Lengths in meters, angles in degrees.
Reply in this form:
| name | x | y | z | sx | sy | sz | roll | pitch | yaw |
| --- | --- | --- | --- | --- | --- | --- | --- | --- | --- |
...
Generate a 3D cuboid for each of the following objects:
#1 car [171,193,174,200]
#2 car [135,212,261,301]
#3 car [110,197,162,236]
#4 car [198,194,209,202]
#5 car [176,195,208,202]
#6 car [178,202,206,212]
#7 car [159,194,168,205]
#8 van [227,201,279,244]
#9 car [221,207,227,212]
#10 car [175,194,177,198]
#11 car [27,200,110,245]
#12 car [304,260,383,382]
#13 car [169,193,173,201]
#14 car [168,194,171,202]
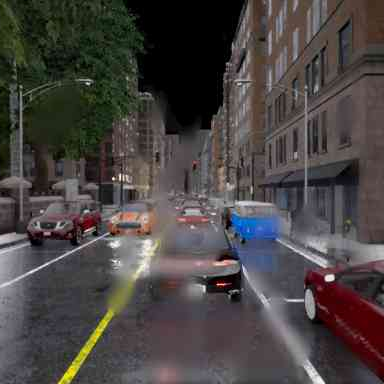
| name | x | y | z | sx | sy | sz | roll | pitch | yaw |
| --- | --- | --- | --- | --- | --- | --- | --- | --- | --- |
| car | -5.721 | 1.492 | 75.582 | 1.887 | 1.381 | 4.507 | 0 | 0 | 0 |
| car | 0.094 | 1.490 | 8.274 | 2.128 | 1.511 | 4.902 | 0 | 0 | 0 |
| car | -3.078 | 1.344 | 18.422 | 2.097 | 1.767 | 4.553 | 0 | 0 | 0 |
| car | 2.803 | 1.387 | 75.624 | 1.967 | 1.590 | 4.097 | 0 | 0 | 0 |
| car | 0.030 | 1.338 | 27.493 | 2.097 | 1.767 | 4.553 | 0 | 0 | 2 |
| car | 0.091 | 1.519 | 18.536 | 1.812 | 1.442 | 4.674 | 0 | 0 | 0 |
| car | -5.710 | 1.480 | 59.060 | 1.752 | 1.417 | 4.829 | 0 | 0 | 0 |
| van | 2.845 | 1.336 | 15.586 | 1.690 | 1.788 | 3.998 | 0 | 0 | 0 |
| car | 2.841 | 1.558 | 21.247 | 1.947 | 1.339 | 4.313 | 0 | 0 | 0 |
| car | -5.728 | 1.497 | 86.483 | 2.008 | 1.369 | 4.403 | 0 | 0 | 0 |
| car | -5.680 | 1.310 | 15.541 | 2.192 | 1.841 | 5.009 | 0 | 0 | 0 |
| car | 2.853 | 1.544 | 4.266 | 1.887 | 1.381 | 4.507 | 0 | 0 | 0 |
| car | -5.717 | 1.494 | 70.131 | 1.887 | 1.381 | 4.507 | 0 | 0 | 0 |
| car | -5.713 | 1.502 | 64.680 | 2.008 | 1.369 | 4.403 | 0 | 0 | 0 |
